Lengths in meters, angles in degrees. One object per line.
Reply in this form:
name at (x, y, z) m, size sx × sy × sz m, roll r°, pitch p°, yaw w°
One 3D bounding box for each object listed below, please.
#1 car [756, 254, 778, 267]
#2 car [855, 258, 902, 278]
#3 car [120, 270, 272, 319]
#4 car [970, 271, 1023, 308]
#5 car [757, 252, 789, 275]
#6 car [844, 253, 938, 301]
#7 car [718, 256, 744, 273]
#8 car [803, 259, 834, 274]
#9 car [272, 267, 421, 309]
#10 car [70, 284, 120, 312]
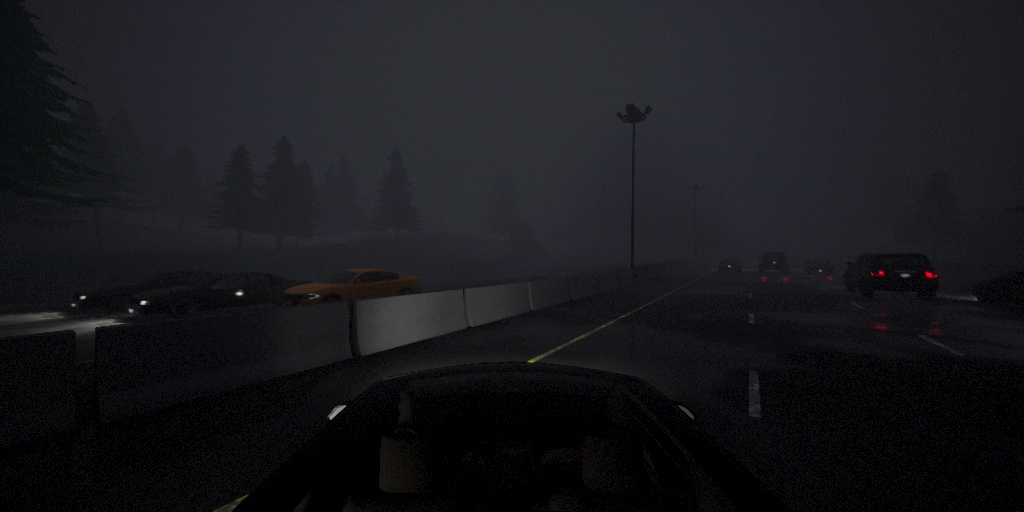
car at (33.188, 0.584, 46.769) m, size 2.128 × 1.511 × 4.902 m, roll 0°, pitch 1°, yaw 33°
car at (30.459, 0.949, 29.951) m, size 1.812 × 1.442 × 4.674 m, roll 0°, pitch 1°, yaw 34°
car at (-10.197, 1.288, 13.197) m, size 2.033 × 1.411 × 5.357 m, roll 0°, pitch 0°, yaw 33°
car at (19.258, 1.231, 12.981) m, size 2.033 × 1.411 × 5.357 m, roll 0°, pitch 1°, yaw 33°
car at (24.958, 0.629, 34.316) m, size 2.150 × 2.045 × 5.566 m, roll 0°, pitch 1°, yaw 33°
car at (17.767, 0.879, 17.074) m, size 2.150 × 2.045 × 5.566 m, roll 0°, pitch 0°, yaw 33°
car at (22.421, 0.956, 36.828) m, size 1.994 × 1.385 × 4.181 m, roll 0°, pitch 1°, yaw 34°
car at (28.941, 0.975, 34.004) m, size 1.895 × 1.301 × 4.718 m, roll 0°, pitch 1°, yaw 35°
car at (-5.767, 1.216, 13.553) m, size 1.882 × 1.535 × 5.008 m, roll 0°, pitch 0°, yaw 33°
car at (-13.539, 1.286, 14.487) m, size 2.033 × 1.411 × 5.357 m, roll 0°, pitch 0°, yaw 33°
